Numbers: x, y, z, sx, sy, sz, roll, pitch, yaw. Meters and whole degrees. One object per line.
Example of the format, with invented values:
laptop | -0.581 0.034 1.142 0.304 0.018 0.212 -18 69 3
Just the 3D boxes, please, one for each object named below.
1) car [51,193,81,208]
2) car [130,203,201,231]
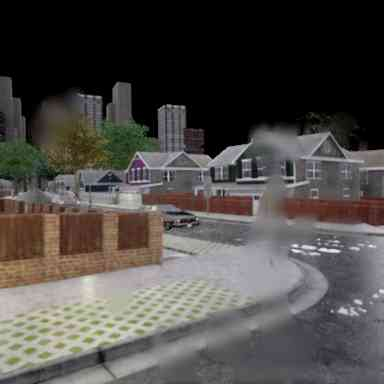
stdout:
car | -13.192 1.048 34.638 2.097 1.767 4.553 -2 1 -36
car | -1.843 1.414 20.123 2.033 1.411 5.357 -2 2 -40
